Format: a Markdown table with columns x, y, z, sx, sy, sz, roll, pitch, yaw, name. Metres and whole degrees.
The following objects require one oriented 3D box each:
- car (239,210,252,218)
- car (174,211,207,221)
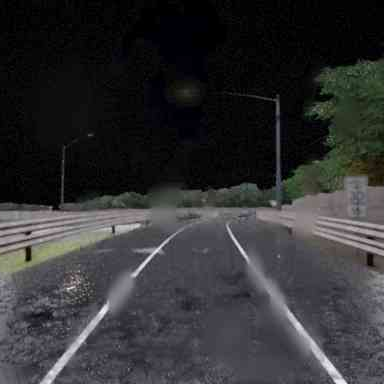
| x | y | z | sx | sy | sz | roll | pitch | yaw | name |
| --- | --- | --- | --- | --- | --- | --- | --- | --- | --- |
| 11.671 | 4.634 | 71.872 | 2.097 | 1.767 | 4.553 | -1 | -4 | 21 | car |
| -0.446 | 3.468 | 49.023 | 2.033 | 1.411 | 5.357 | -2 | -4 | 34 | car |
